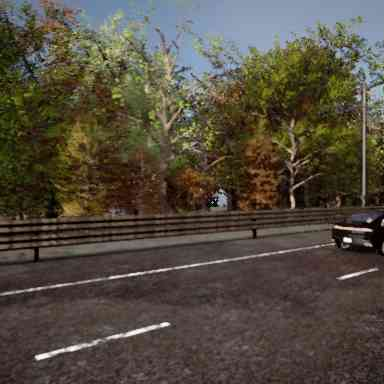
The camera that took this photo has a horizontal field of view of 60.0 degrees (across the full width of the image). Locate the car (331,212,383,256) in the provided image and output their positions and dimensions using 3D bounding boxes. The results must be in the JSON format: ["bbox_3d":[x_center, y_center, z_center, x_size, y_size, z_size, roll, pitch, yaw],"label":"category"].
[{"bbox_3d":[7.749,1.586,13.709,4.902,1.511,2.128,0,0,-35],"label":"car"}]
